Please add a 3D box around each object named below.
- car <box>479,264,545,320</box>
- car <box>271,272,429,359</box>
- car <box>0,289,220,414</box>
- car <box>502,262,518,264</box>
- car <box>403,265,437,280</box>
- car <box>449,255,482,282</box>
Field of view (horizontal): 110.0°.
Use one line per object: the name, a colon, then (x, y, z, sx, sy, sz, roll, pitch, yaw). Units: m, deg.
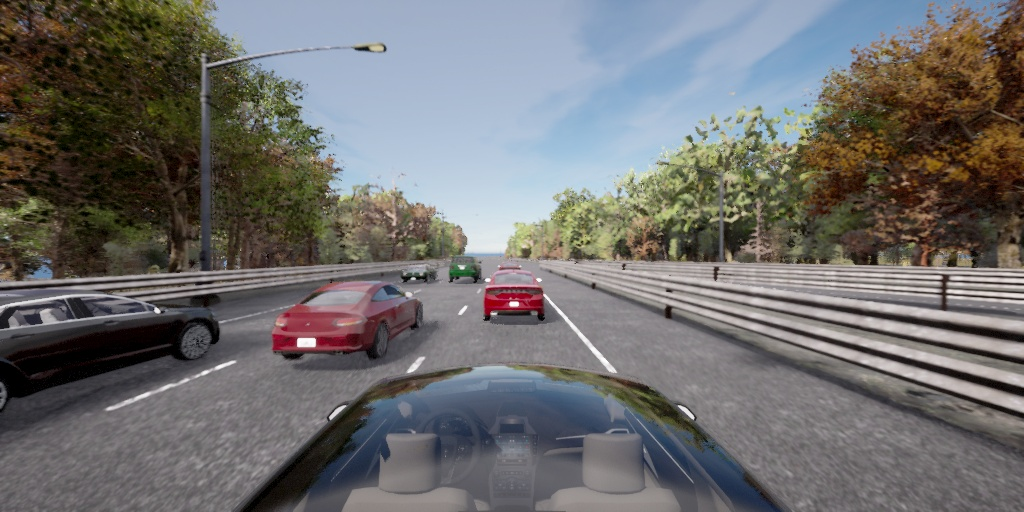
car: (0.050, 1.225, 12.722, 1.882, 1.535, 5.008, 0, 0, 0)
car: (-3.423, 1.275, 8.260, 1.812, 1.442, 4.674, 0, 0, 0)
car: (-6.913, 1.242, 5.362, 2.128, 1.511, 4.902, 0, 0, 0)
car: (-0.194, 1.228, 30.948, 1.882, 1.535, 5.008, 0, 0, -1)
car: (-7.140, 1.353, 28.047, 1.895, 1.301, 4.718, 0, 0, -1)
car: (-3.649, 0.972, 28.608, 2.150, 2.045, 5.566, 0, 0, -1)
